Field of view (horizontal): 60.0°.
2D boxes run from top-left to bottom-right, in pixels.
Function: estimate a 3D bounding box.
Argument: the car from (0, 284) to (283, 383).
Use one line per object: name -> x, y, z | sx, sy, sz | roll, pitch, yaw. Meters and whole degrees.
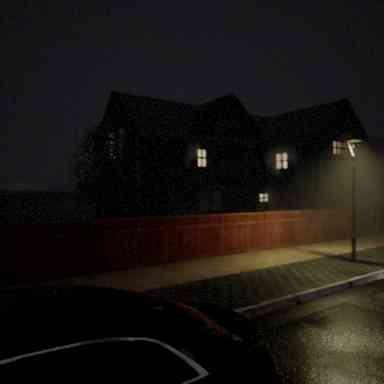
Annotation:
car -> -1.534, 1.506, 1.970 | 4.892, 1.490, 1.837 | 1, -1, -35
